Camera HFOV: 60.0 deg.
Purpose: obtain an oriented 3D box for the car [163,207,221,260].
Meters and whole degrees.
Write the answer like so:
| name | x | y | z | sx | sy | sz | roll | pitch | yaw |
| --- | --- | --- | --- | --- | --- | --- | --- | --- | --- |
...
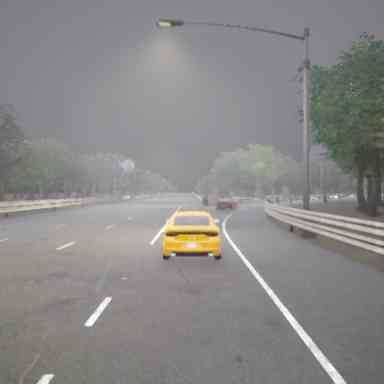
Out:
| name | x | y | z | sx | sy | sz | roll | pitch | yaw |
| --- | --- | --- | --- | --- | --- | --- | --- | --- | --- |
| car | 0.012 | 1.474 | 12.526 | 1.882 | 1.535 | 5.008 | 0 | 0 | 0 |

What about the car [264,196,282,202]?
| name | x | y | z | sx | sy | sz | roll | pitch | yaw |
| --- | --- | --- | --- | --- | --- | --- | --- | --- | --- |
| car | 15.408 | 1.505 | 63.059 | 2.033 | 1.411 | 5.357 | 0 | 0 | 35 |

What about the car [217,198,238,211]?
| name | x | y | z | sx | sy | sz | roll | pitch | yaw |
| --- | --- | --- | --- | --- | --- | --- | --- | --- | --- |
| car | 4.390 | 1.465 | 40.847 | 1.882 | 1.535 | 5.008 | 0 | 0 | 17 |
